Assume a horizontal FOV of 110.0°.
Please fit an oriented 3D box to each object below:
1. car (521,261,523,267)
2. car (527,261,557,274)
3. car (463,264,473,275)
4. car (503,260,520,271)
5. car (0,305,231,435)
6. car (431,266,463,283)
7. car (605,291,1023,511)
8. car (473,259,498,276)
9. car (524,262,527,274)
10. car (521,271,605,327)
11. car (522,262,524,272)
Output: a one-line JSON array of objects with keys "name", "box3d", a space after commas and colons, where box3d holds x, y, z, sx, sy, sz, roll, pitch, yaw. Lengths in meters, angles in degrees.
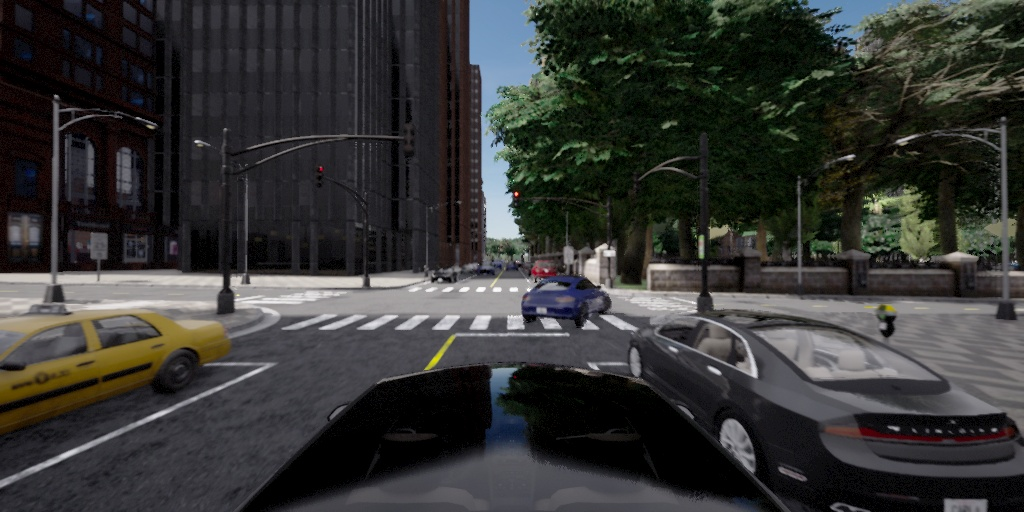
[{"name": "car", "box3d": [2.738, 1.771, 52.850, 2.007, 1.370, 4.403, 0, 0, 0]}, {"name": "car", "box3d": [2.749, 1.325, 31.026, 2.192, 1.841, 5.009, 0, 0, 0]}, {"name": "car", "box3d": [-5.784, 1.719, 47.382, 2.007, 1.370, 4.403, 0, 0, 0]}, {"name": "car", "box3d": [0.024, 1.654, 61.251, 2.097, 1.767, 4.553, 0, 0, 0]}, {"name": "car", "box3d": [-5.764, 1.298, 4.179, 1.751, 1.417, 4.829, 0, 0, 0]}, {"name": "car", "box3d": [-5.776, 1.577, 31.013, 1.948, 1.339, 4.313, 0, 0, 0]}, {"name": "car", "box3d": [2.761, 1.323, 4.362, 2.007, 1.370, 4.403, 0, 0, 0]}, {"name": "car", "box3d": [-3.111, 1.481, 43.350, 2.097, 1.767, 4.553, 0, -1, 0]}, {"name": "car", "box3d": [2.744, 1.681, 41.938, 1.948, 1.339, 4.313, 0, 0, 0]}, {"name": "car", "box3d": [1.908, 1.379, 12.028, 1.812, 1.442, 4.674, -1, -1, 28]}, {"name": "car", "box3d": [2.741, 1.718, 47.394, 2.007, 1.370, 4.403, 0, 0, 0]}]
